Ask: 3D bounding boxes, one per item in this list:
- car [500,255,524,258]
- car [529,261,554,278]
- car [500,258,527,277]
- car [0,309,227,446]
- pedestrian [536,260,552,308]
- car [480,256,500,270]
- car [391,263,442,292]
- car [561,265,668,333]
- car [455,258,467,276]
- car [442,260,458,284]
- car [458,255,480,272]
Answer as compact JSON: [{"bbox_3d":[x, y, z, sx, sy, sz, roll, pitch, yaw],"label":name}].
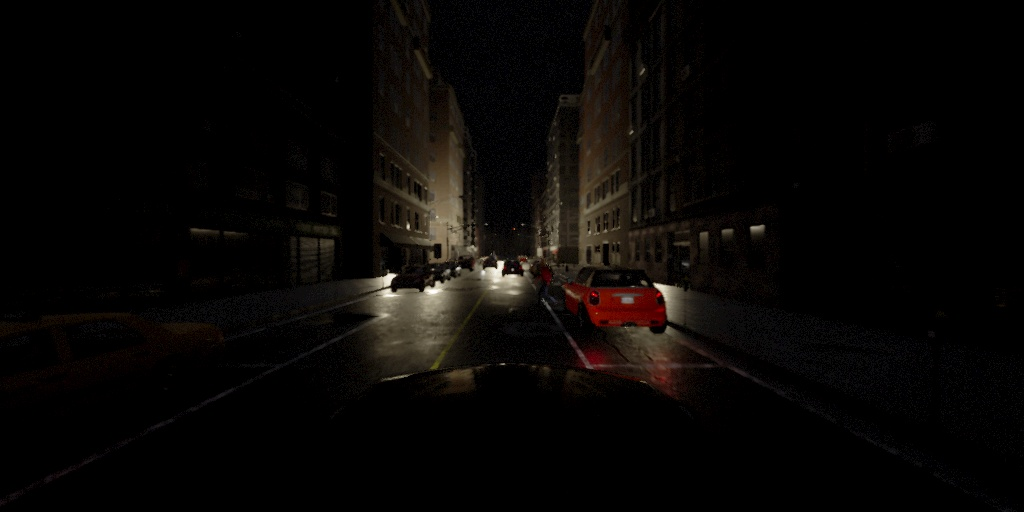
[{"bbox_3d":[-0.007,0.995,42.376,2.128,1.511,4.902,0,0,0],"label":"car"},{"bbox_3d":[2.632,1.102,31.005,1.751,1.417,4.829,0,0,0],"label":"car"},{"bbox_3d":[0.063,1.130,32.507,1.994,1.385,4.181,0,0,0],"label":"car"},{"bbox_3d":[-5.387,1.264,3.609,1.751,1.417,4.829,0,0,0],"label":"car"},{"bbox_3d":[1.183,0.977,13.307,0.375,1.860,0.375,0,0,-5],"label":"pedestrian"},{"bbox_3d":[-2.766,1.006,46.053,1.812,1.442,4.674,0,0,0],"label":"car"},{"bbox_3d":[-5.391,1.226,20.017,1.802,1.307,4.207,0,0,0],"label":"car"},{"bbox_3d":[2.749,1.050,10.639,2.097,1.767,4.553,0,0,0],"label":"car"},{"bbox_3d":[-5.393,1.127,30.843,2.007,1.370,4.403,0,0,0],"label":"car"},{"bbox_3d":[-5.392,1.161,25.430,2.007,1.370,4.403,0,0,0],"label":"car"},{"bbox_3d":[-5.395,0.822,41.668,2.192,1.841,5.009,0,0,0],"label":"car"}]
